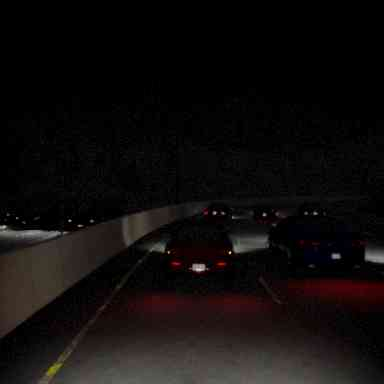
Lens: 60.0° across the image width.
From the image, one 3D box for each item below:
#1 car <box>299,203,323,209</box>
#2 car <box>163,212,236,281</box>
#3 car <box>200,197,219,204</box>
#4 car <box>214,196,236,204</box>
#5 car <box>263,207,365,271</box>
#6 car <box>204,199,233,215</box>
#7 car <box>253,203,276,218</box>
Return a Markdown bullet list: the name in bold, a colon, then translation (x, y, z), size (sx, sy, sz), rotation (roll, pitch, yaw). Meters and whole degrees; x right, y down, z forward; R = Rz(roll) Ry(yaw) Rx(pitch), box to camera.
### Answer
- **car**: translation (9.238, 1.561, 26.007), size (2.033, 1.411, 5.357), rotation (0, 0, 12)
- **car**: translation (0.234, 1.525, 9.745), size (1.812, 1.442, 4.674), rotation (0, 0, 2)
- **car**: translation (3.535, 1.592, 66.483), size (1.895, 1.301, 4.718), rotation (0, 0, 32)
- **car**: translation (6.449, 1.547, 64.539), size (2.033, 1.411, 5.357), rotation (0, 0, 32)
- **car**: translation (3.795, 1.483, 10.968), size (1.882, 1.535, 5.008), rotation (0, 0, 3)
- **car**: translation (2.112, 1.548, 26.070), size (2.033, 1.411, 5.357), rotation (0, 0, 12)
- **car**: translation (6.540, 1.609, 29.689), size (1.895, 1.301, 4.718), rotation (0, 0, 14)
